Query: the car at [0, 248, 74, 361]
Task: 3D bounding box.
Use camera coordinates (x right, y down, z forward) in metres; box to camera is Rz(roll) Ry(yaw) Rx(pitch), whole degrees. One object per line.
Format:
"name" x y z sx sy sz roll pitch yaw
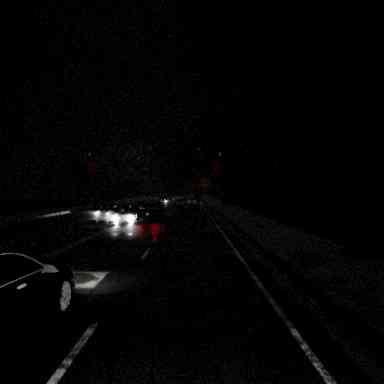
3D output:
"car" -3.156 1.480 4.427 1.837 1.490 4.892 0 0 0

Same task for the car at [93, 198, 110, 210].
"car" -9.872 1.376 38.296 1.994 1.385 4.181 0 0 0

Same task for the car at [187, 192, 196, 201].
"car" -0.061 1.154 74.812 1.812 1.442 4.674 0 0 0

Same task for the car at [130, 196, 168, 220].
"car" -3.172 1.361 26.173 2.128 1.511 4.902 0 0 0

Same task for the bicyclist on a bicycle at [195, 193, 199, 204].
"bicyclist on a bicycle" 0.846 1.095 56.451 0.659 1.776 1.843 0 0 0

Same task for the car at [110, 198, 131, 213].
"car" -6.625 1.434 33.892 1.895 1.301 4.718 0 0 0

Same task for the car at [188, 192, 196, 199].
"car" -0.073 0.836 88.700 2.097 1.767 4.553 0 0 0

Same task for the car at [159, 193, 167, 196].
"car" -6.562 1.006 75.358 1.837 1.490 4.892 0 0 0

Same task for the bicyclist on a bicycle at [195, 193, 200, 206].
"bicyclist on a bicycle" 0.855 1.143 46.843 0.659 1.776 1.843 0 0 0
